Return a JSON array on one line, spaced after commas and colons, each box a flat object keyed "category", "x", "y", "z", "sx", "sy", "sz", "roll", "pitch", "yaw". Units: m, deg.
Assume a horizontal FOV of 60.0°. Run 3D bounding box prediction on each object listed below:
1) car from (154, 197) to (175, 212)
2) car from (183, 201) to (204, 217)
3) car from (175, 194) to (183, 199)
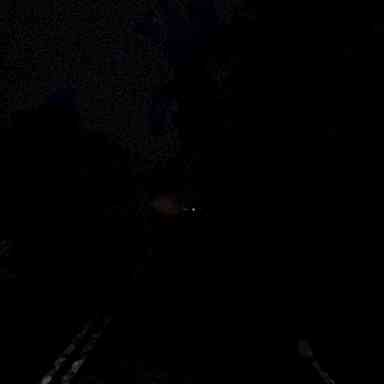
[{"category": "car", "x": -3.302, "y": 1.469, "z": 38.672, "sx": 1.882, "sy": 1.535, "sz": 5.008, "roll": 0, "pitch": 0, "yaw": 0}, {"category": "car", "x": 0.133, "y": 1.544, "z": 31.167, "sx": 2.033, "sy": 1.411, "sz": 5.357, "roll": 0, "pitch": 0, "yaw": 0}, {"category": "car", "x": -3.160, "y": 1.050, "z": 79.070, "sx": 1.882, "sy": 1.535, "sz": 5.008, "roll": 0, "pitch": 0, "yaw": 0}]
